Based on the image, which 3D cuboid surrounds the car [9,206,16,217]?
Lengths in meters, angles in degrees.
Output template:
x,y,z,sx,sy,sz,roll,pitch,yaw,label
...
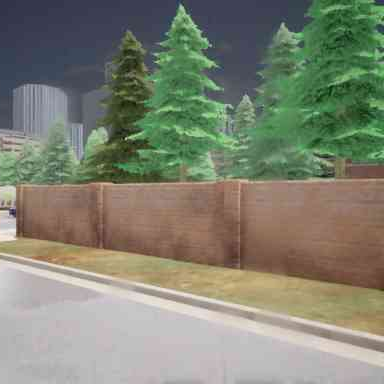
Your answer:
x,y,z,sx,sy,sz,roll,pitch,yaw,label
-14.016,1.478,30.448,1.882,1.535,5.008,0,0,35,car
